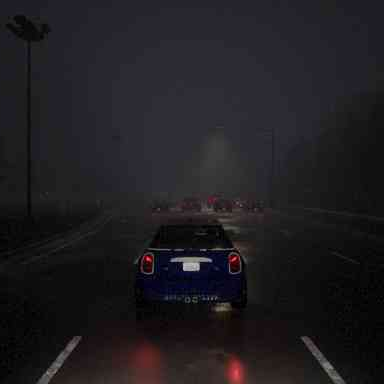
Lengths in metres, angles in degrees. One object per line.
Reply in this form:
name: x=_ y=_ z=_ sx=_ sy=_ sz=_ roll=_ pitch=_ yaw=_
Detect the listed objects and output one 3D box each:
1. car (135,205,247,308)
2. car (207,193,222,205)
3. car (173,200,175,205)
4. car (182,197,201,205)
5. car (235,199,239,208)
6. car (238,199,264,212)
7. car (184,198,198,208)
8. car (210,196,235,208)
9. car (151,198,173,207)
car: x=-0.018 y=1.352 z=8.062 sx=2.097 sy=1.767 sz=4.553 roll=0 pitch=0 yaw=0
car: x=3.396 y=1.221 z=48.359 sx=2.150 sy=2.045 sz=5.566 roll=0 pitch=0 yaw=0
car: x=-3.604 y=1.564 z=48.379 sx=1.994 sy=1.385 sz=4.181 roll=0 pitch=0 yaw=0
car: x=-0.083 y=1.352 z=38.273 sx=2.097 sy=1.767 sz=4.553 roll=0 pitch=0 yaw=0
car: x=6.896 y=1.601 z=48.380 sx=1.895 sy=1.301 sz=4.718 roll=0 pitch=0 yaw=0
car: x=6.917 y=1.601 z=38.348 sx=1.895 sy=1.301 sz=4.718 roll=0 pitch=0 yaw=0
car: x=-0.104 y=1.601 z=48.382 sx=1.895 sy=1.301 sz=4.718 roll=0 pitch=0 yaw=0
car: x=3.418 y=1.505 z=37.894 sx=1.837 sy=1.490 sz=4.892 roll=0 pitch=0 yaw=0
car: x=-3.583 y=1.601 z=38.326 sx=1.895 sy=1.301 sz=4.718 roll=0 pitch=0 yaw=0
